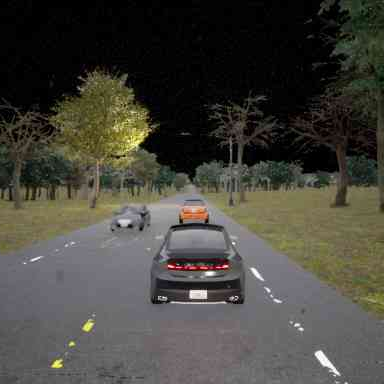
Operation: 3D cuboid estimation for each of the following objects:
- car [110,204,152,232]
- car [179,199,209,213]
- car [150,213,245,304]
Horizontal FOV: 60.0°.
[{"bbox_3d":[-3.562,1.470,19.981,2.128,1.511,4.902,0,0,0],"label":"car"},{"bbox_3d":[0.149,1.321,25.050,2.097,1.767,4.553,0,0,0],"label":"car"},{"bbox_3d":[0.116,1.502,8.112,1.837,1.490,4.892,0,0,0],"label":"car"}]
